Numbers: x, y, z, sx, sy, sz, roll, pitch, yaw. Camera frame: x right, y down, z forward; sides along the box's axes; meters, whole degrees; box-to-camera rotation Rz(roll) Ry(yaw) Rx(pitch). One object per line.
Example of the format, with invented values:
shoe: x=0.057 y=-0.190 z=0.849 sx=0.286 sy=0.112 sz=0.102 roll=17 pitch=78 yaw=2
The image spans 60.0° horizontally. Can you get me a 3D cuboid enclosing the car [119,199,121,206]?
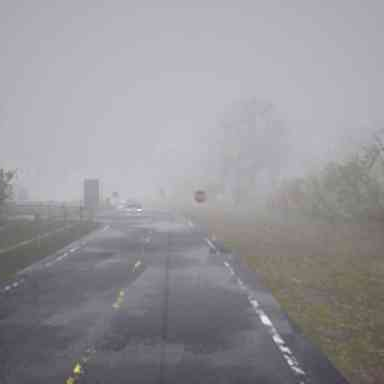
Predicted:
car: x=-10.700 y=1.531 z=53.740 sx=1.812 sy=1.442 sz=4.674 roll=0 pitch=1 yaw=-17

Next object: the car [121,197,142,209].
car: x=-7.865 y=1.526 z=44.282 sx=2.033 sy=1.411 sz=5.357 roll=0 pitch=0 yaw=-16
